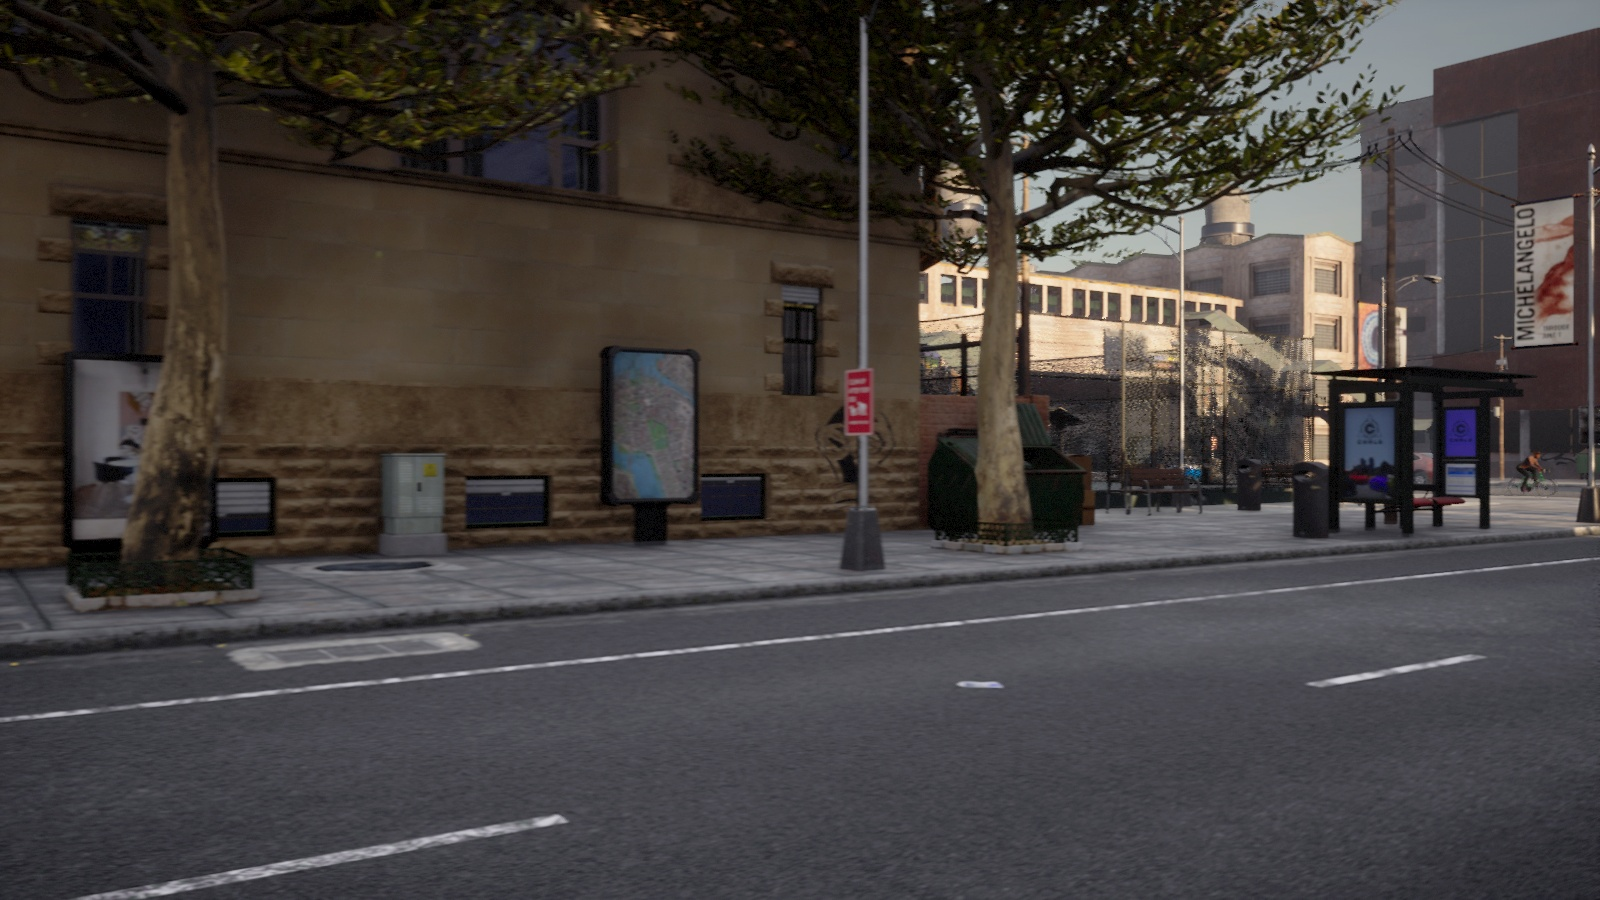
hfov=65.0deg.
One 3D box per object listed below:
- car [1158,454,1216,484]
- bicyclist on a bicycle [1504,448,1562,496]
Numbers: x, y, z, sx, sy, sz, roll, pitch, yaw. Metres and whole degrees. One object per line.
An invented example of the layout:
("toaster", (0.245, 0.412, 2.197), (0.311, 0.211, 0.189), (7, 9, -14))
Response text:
("car", (18.632, 0.908, 60.458), (1.481, 1.376, 2.207), (0, -1, -34))
("bicyclist on a bicycle", (25.657, 0.751, 43.957), (0.582, 1.620, 1.656), (0, 0, -34))
